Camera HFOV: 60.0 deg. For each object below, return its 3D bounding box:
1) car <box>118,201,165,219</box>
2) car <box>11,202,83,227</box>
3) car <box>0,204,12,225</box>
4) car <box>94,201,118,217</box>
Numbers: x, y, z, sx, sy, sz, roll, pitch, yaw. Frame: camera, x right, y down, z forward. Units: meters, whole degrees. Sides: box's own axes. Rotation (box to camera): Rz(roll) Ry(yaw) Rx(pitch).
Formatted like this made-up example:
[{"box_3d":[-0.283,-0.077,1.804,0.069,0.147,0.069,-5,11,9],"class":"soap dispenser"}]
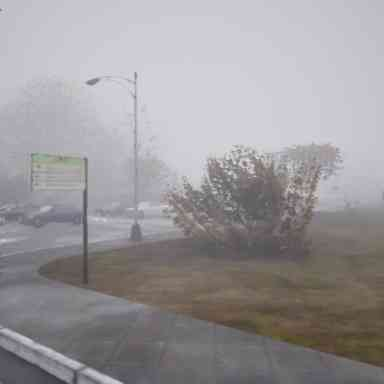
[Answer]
[{"box_3d":[-4.057,1.567,30.225,1.812,1.442,4.674,0,0,39],"class":"car"},{"box_3d":[-9.631,1.573,23.273,1.812,1.442,4.674,0,0,39],"class":"car"},{"box_3d":[-12.940,1.547,24.767,2.128,1.511,4.902,0,0,39],"class":"car"},{"box_3d":[-6.828,1.597,32.366,2.033,1.411,5.357,0,0,39],"class":"car"}]
